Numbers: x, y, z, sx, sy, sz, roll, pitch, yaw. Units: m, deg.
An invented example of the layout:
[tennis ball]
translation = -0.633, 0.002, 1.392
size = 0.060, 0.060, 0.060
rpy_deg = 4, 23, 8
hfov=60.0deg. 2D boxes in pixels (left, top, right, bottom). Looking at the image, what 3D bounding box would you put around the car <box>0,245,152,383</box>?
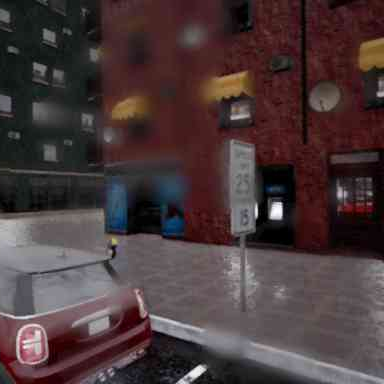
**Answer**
[car]
translation = -2.583, 1.484, 4.719
size = 4.097, 1.590, 1.967
rpy_deg = -1, -1, 35
